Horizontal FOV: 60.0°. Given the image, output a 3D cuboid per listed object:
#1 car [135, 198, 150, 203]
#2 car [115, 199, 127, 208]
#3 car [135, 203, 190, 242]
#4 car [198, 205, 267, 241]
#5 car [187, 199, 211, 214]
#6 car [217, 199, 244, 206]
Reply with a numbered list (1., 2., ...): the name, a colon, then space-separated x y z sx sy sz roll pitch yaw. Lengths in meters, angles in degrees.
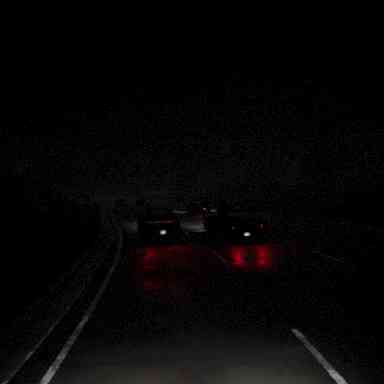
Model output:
1. car: -8.143 1.702 54.844 1.837 1.490 4.892 -1 0 -15
2. car: -11.468 1.816 53.749 2.033 1.411 5.357 -1 0 -15
3. car: -1.764 1.536 16.775 2.128 1.511 4.902 -1 0 -12
4. car: 1.936 1.564 16.693 1.895 1.301 4.718 -1 0 -12
5. car: 0.679 1.523 35.526 1.812 1.442 4.674 -1 0 -15
6. car: 4.161 1.447 36.047 1.812 1.442 4.674 -1 0 -15
